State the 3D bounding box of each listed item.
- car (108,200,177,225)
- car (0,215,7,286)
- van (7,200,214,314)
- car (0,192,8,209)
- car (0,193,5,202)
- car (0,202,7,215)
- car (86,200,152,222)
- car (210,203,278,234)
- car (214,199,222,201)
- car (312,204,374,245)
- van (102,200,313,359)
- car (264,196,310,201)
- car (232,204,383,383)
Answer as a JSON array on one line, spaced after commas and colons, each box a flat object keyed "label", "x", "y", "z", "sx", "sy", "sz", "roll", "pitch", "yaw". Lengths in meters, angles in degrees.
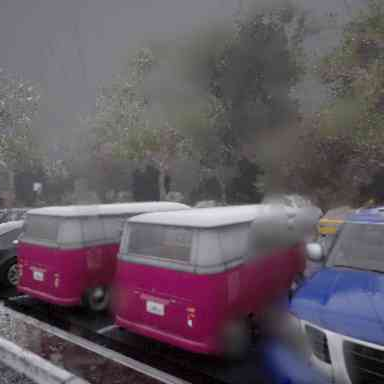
[{"label": "car", "x": -3.566, "y": 1.437, "z": 24.924, "sx": 1.946, "sy": 1.575, "sz": 5.366, "roll": 0, "pitch": 0, "yaw": 35}, {"label": "car", "x": -3.870, "y": 1.472, "z": 9.306, "sx": 2.231, "sy": 1.521, "sz": 4.892, "roll": 0, "pitch": 0, "yaw": 35}, {"label": "van", "x": -1.514, "y": 1.256, "z": 7.780, "sx": 1.878, "sy": 1.987, "sz": 4.442, "roll": 0, "pitch": 0, "yaw": 35}, {"label": "car", "x": -26.287, "y": 1.086, "z": 41.286, "sx": 2.435, "sy": 2.045, "sz": 5.566, "roll": 0, "pitch": 0, "yaw": 35}, {"label": "car", "x": -10.734, "y": 1.189, "z": 14.163, "sx": 2.435, "sy": 2.045, "sz": 5.566, "roll": 0, "pitch": 0, "yaw": 35}, {"label": "car", "x": -6.132, "y": 1.335, "z": 10.961, "sx": 2.185, "sy": 1.767, "sz": 4.553, "roll": 0, "pitch": 0, "yaw": 35}, {"label": "car", "x": -5.718, "y": 1.431, "z": 26.689, "sx": 2.231, "sy": 1.521, "sz": 4.892, "roll": 0, "pitch": 0, "yaw": 35}, {"label": "car", "x": 3.309, "y": 1.501, "z": 20.223, "sx": 2.163, "sy": 1.488, "sz": 4.792, "roll": 0, "pitch": 0, "yaw": 35}, {"label": "car", "x": 1.082, "y": 1.335, "z": 21.882, "sx": 2.185, "sy": 1.767, "sz": 4.553, "roll": 0, "pitch": 0, "yaw": 35}, {"label": "car", "x": 7.957, "y": 1.489, "z": 17.179, "sx": 1.946, "sy": 1.575, "sz": 5.366, "roll": 0, "pitch": 0, "yaw": 35}, {"label": "van", "x": 0.770, "y": 1.266, "z": 6.155, "sx": 1.878, "sy": 1.987, "sz": 4.442, "roll": 0, "pitch": 0, "yaw": 35}, {"label": "car", "x": 5.605, "y": 1.230, "z": 18.660, "sx": 2.435, "sy": 2.045, "sz": 5.566, "roll": 0, "pitch": 0, "yaw": 35}, {"label": "car", "x": 2.971, "y": 1.251, "z": 4.411, "sx": 2.435, "sy": 2.045, "sz": 5.566, "roll": 0, "pitch": 0, "yaw": 35}]
